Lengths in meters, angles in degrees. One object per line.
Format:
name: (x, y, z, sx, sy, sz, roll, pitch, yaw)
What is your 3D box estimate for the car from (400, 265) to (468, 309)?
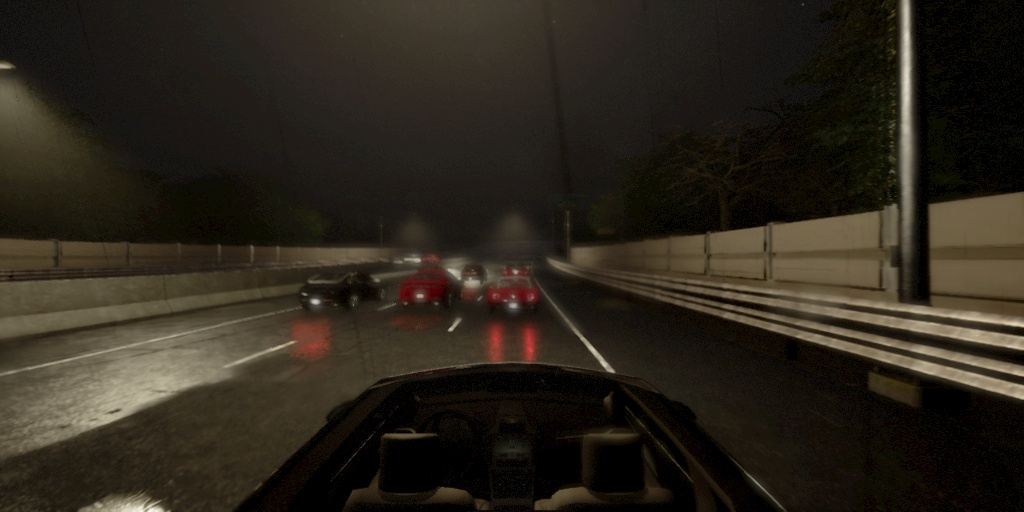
car: (-3.380, 1.359, 15.851, 1.882, 1.535, 5.008, 0, 0, 1)

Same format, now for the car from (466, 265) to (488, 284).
car: (-3.127, 1.477, 29.959, 1.837, 1.490, 4.892, 0, 0, 2)

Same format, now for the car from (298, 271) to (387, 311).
car: (-6.898, 1.382, 15.135, 1.837, 1.490, 4.892, 0, 0, 1)

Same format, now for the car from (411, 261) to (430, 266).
car: (-6.625, 1.462, 30.053, 2.128, 1.511, 4.902, 0, 0, 2)

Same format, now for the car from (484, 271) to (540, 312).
car: (0.095, 1.474, 14.803, 1.895, 1.301, 4.718, 0, -1, 1)

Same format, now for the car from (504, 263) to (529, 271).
car: (0.371, 1.321, 29.801, 2.097, 1.767, 4.553, 0, 0, 2)
